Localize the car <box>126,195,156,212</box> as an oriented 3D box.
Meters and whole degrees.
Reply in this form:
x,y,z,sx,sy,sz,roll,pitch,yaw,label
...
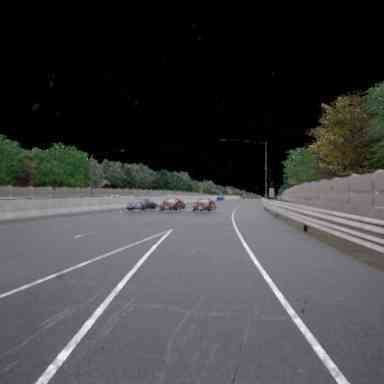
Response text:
x,y,z,sx,sy,sz,roll,pitch,yaw,label
-5.442,1.399,36.752,2.033,1.411,5.357,0,0,14,car

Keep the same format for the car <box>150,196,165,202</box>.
x,y,z,sx,sy,sz,roll,pitch,yaw,label
-8.488,1.622,82.278,2.033,1.411,5.357,0,0,14,car

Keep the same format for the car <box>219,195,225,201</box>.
x,y,z,sx,sy,sz,roll,pitch,yaw,label
7.844,1.655,89.890,1.882,1.535,5.008,0,0,14,car

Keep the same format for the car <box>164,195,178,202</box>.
x,y,z,sx,sy,sz,roll,pitch,yaw,label
-5.089,1.590,81.444,1.837,1.490,4.892,0,0,14,car

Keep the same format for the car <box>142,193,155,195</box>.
x,y,z,sx,sy,sz,roll,pitch,yaw,label
-8.935,1.217,66.058,2.150,2.045,5.566,0,0,14,car

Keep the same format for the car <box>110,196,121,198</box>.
x,y,z,sx,sy,sz,roll,pitch,yaw,label
-15.723,1.518,67.766,2.033,1.411,5.357,0,0,14,car

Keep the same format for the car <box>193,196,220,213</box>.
x,y,z,sx,sy,sz,roll,pitch,yaw,label
1.357,1.383,35.050,1.812,1.442,4.674,0,0,14,car

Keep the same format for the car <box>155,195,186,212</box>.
x,y,z,sx,sy,sz,roll,pitch,yaw,label
-2.046,1.373,35.900,1.812,1.442,4.674,0,0,14,car
